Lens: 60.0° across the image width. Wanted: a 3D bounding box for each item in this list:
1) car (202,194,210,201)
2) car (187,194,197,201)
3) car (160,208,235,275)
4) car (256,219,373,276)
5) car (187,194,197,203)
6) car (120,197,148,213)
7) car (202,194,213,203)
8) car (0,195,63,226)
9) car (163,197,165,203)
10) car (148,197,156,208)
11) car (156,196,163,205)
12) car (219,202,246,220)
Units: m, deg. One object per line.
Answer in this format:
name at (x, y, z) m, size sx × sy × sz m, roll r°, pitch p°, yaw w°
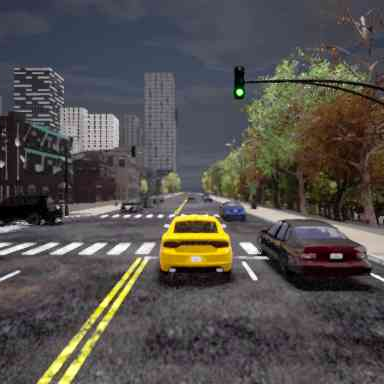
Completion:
car at (3.255, 1.217, 78.287) m, size 1.837 × 1.490 × 4.892 m, roll 0°, pitch 0°, yaw 0°
car at (0.005, 1.242, 78.287) m, size 2.128 × 1.511 × 4.902 m, roll 0°, pitch 0°, yaw 0°
car at (0.101, 1.464, 10.481) m, size 1.882 × 1.535 × 5.008 m, roll 0°, pitch 0°, yaw 0°
car at (3.351, 1.534, 10.230) m, size 2.033 × 1.411 × 5.357 m, roll 0°, pitch 0°, yaw 0°
car at (0.003, 1.397, 67.869) m, size 2.128 × 1.511 × 4.902 m, roll 0°, pitch 0°, yaw 0°
car at (-6.604, 1.440, 36.864) m, size 2.128 × 1.511 × 4.902 m, roll 0°, pitch 0°, yaw 1°
car at (3.254, 1.498, 68.316) m, size 1.895 × 1.301 × 4.718 m, roll 0°, pitch 0°, yaw 0°
car at (-11.901, 1.261, 23.249) m, size 5.566 × 2.045 × 2.150 m, roll -2°, pitch 0°, yaw 6°
car at (-6.495, 1.450, 66.498) m, size 2.033 × 1.411 × 5.357 m, roll 0°, pitch 0°, yaw 0°
car at (-6.566, 1.439, 46.338) m, size 1.837 × 1.490 × 4.892 m, roll 0°, pitch 0°, yaw 1°
car at (-6.497, 1.483, 56.075) m, size 1.994 × 1.385 × 4.181 m, roll 0°, pitch 0°, yaw 0°
car at (3.352, 1.510, 28.090) m, size 2.033 × 1.411 × 5.357 m, roll 0°, pitch 0°, yaw 0°
